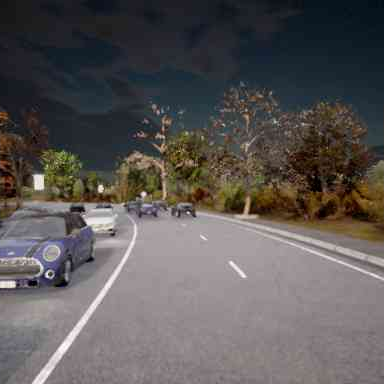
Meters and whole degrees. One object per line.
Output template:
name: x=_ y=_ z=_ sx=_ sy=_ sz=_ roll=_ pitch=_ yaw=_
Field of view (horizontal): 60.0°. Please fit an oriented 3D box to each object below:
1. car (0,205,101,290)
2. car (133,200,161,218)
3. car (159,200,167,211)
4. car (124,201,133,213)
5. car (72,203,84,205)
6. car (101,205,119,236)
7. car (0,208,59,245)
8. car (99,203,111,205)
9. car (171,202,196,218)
car: x=-4.151 y=1.416 z=9.397 sx=2.097 sy=1.767 sz=4.553 roll=0 pitch=0 yaw=-5
car: x=-4.731 y=1.836 z=34.427 sx=1.812 sy=1.442 sz=4.674 roll=0 pitch=0 yaw=-15
car: x=-4.925 y=1.924 z=46.581 sx=1.837 sy=1.490 sz=4.892 roll=0 pitch=0 yaw=-20
car: x=-8.084 y=1.936 z=45.024 sx=2.128 sy=1.511 sz=4.902 roll=-1 pitch=0 yaw=-20
car: x=-15.016 y=2.132 z=43.758 sx=1.895 sy=1.301 sz=4.718 roll=-1 pitch=-1 yaw=-20
car: x=-5.294 y=1.696 z=19.442 sx=1.812 sy=1.442 sz=4.674 roll=0 pitch=-1 yaw=-9
car: x=-8.519 y=1.681 z=17.449 sx=1.837 sy=1.490 sz=4.892 roll=0 pitch=-1 yaw=-9
car: x=-11.736 y=2.102 z=44.982 sx=1.895 sy=1.301 sz=4.718 roll=-1 pitch=-1 yaw=-20
car: x=-0.945 y=1.769 z=33.848 sx=1.837 sy=1.490 sz=4.892 roll=0 pitch=-1 yaw=-14
